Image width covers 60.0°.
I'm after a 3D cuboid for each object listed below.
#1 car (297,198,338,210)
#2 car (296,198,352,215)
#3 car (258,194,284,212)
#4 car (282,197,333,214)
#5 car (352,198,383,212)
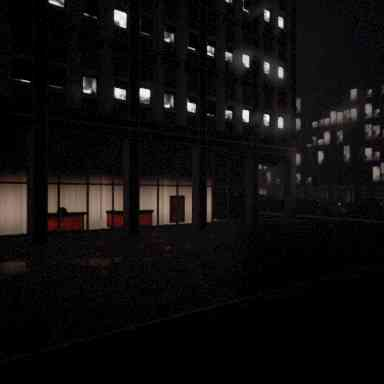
[{"bbox_3d":[15.459,1.438,41.170,2.008,1.369,4.403,1,0,-36],"label":"car"},{"bbox_3d":[12.008,1.415,31.351,1.752,1.417,4.829,1,0,-36],"label":"car"},{"bbox_3d":[8.560,1.171,36.074,2.192,1.841,5.009,1,0,-36],"label":"car"},{"bbox_3d":[12.265,1.358,35.577,1.882,1.535,5.008,0,0,-36],"label":"car"},{"bbox_3d":[18.858,1.360,36.620,1.967,1.590,4.097,1,0,-36],"label":"car"}]
